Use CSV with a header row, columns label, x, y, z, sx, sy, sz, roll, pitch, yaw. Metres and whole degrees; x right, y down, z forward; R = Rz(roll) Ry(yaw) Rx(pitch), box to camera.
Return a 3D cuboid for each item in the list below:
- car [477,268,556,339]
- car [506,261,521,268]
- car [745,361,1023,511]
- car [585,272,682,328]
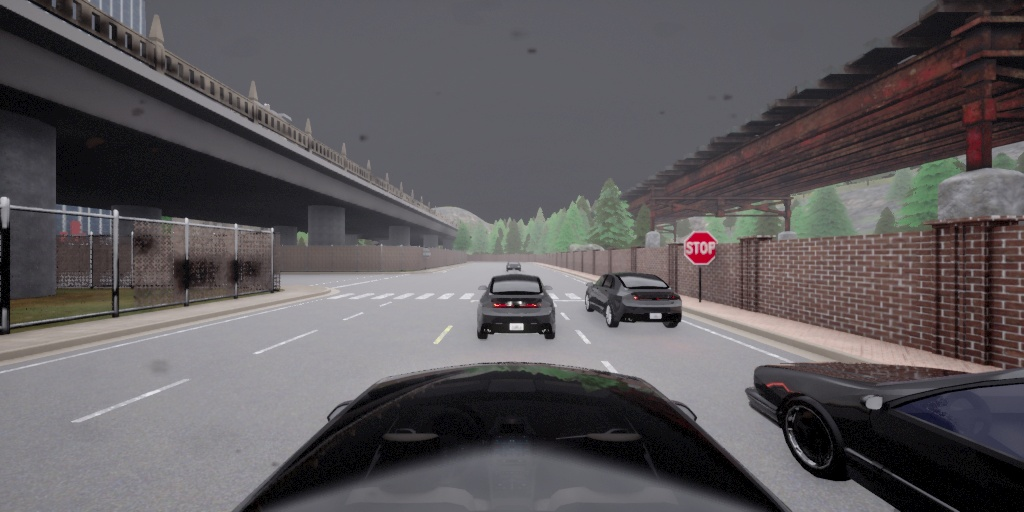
label,x,y,z,sx,sy,sz,roll,pitch,yaw
car,0.101,1.255,10.028,1.837,1.490,4.892,0,0,0
car,0.196,1.351,46.310,1.895,1.301,4.718,0,0,-1
car,3.600,1.297,1.640,2.033,1.411,5.357,0,0,0
car,3.603,1.255,11.386,1.837,1.490,4.892,0,0,0
